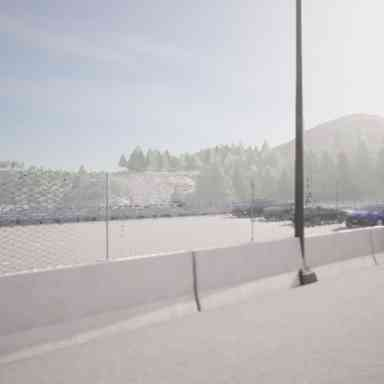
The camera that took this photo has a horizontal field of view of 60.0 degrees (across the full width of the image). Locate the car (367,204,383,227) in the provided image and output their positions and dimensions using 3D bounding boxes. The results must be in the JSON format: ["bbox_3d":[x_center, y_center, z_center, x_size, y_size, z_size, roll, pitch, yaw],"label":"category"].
[{"bbox_3d":[11.557,1.433,20.828,5.008,1.535,1.882,0,0,-35],"label":"car"}]
